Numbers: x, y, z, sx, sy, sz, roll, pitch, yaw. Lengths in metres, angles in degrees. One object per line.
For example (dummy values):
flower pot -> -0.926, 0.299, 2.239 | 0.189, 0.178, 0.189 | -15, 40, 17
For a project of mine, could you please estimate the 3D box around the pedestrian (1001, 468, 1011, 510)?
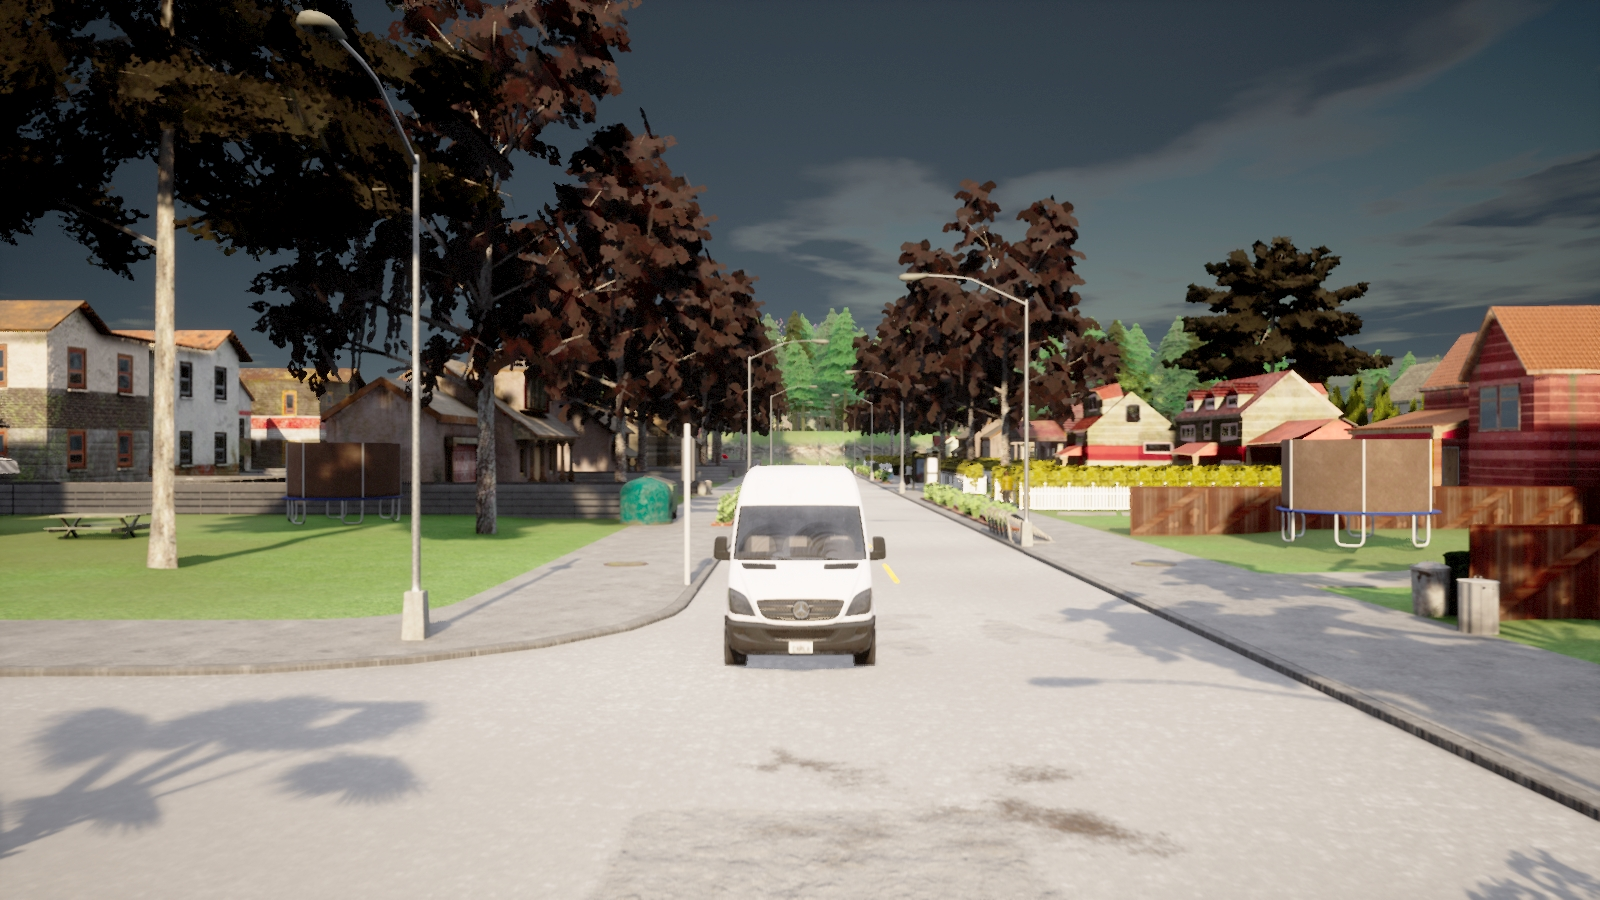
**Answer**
pedestrian -> 9.173, 1.742, 50.877 | 0.375, 1.860, 0.375 | 0, 0, -2

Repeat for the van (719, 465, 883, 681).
van -> 0.000, 1.534, 16.836 | 1.988, 2.561, 5.915 | 0, 0, 0
